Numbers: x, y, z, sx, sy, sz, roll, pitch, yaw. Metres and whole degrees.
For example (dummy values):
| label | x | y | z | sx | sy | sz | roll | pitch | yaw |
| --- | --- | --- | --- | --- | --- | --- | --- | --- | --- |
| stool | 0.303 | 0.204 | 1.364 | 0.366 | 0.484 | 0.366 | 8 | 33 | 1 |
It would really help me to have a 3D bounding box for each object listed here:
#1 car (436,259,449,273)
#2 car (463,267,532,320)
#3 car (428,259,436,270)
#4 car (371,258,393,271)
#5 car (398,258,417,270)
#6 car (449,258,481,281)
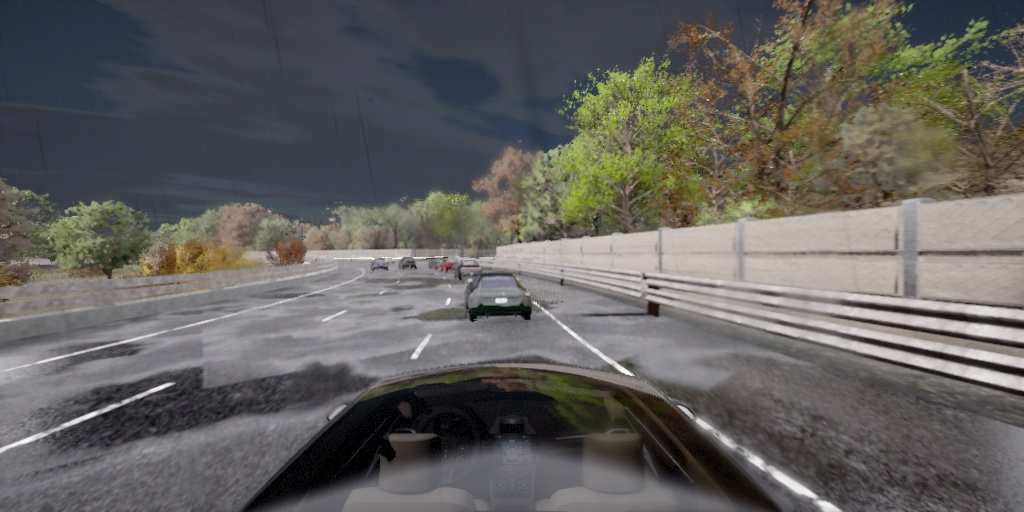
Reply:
| label | x | y | z | sx | sy | sz | roll | pitch | yaw |
| --- | --- | --- | --- | --- | --- | --- | --- | --- | --- |
| car | -6.581 | 0.996 | 38.770 | 1.882 | 1.535 | 5.008 | 0 | 0 | -20 |
| car | -0.568 | 1.241 | 12.315 | 1.994 | 1.385 | 4.181 | 0 | 0 | -8 |
| car | -9.408 | 1.030 | 45.869 | 2.033 | 1.411 | 5.357 | 0 | 0 | -25 |
| car | -16.231 | 1.077 | 43.901 | 2.033 | 1.411 | 5.357 | 0 | 0 | -24 |
| car | -13.653 | 1.003 | 46.690 | 1.837 | 1.490 | 4.892 | 0 | 1 | -24 |
| car | -3.464 | 1.070 | 27.972 | 2.128 | 1.511 | 4.902 | 0 | 0 | -14 |
